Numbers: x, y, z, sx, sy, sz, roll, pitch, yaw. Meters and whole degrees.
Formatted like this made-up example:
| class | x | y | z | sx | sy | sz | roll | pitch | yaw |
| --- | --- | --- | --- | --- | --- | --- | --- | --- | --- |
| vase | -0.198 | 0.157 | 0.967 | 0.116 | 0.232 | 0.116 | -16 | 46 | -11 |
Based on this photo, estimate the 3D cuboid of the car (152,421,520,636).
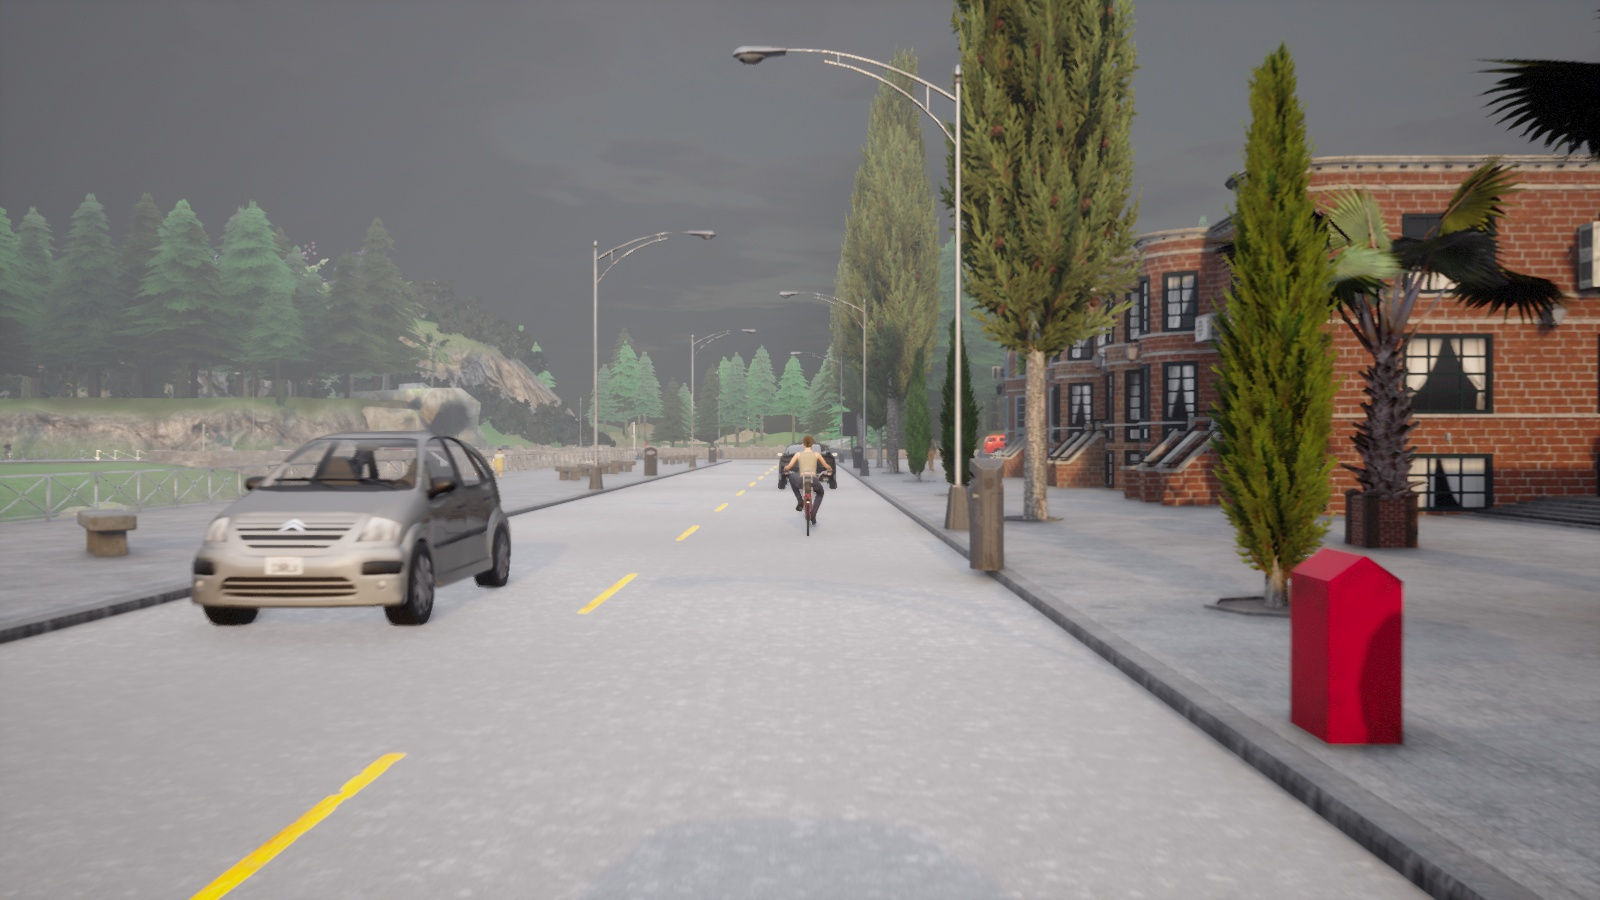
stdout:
| class | x | y | z | sx | sy | sz | roll | pitch | yaw |
| --- | --- | --- | --- | --- | --- | --- | --- | --- | --- |
| car | -3.921 | 0.577 | 11.411 | 1.851 | 1.617 | 3.988 | 0 | 0 | 0 |

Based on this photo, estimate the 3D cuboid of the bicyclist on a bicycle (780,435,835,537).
| class | x | y | z | sx | sy | sz | roll | pitch | yaw |
| --- | --- | --- | --- | --- | --- | --- | --- | --- | --- |
| bicyclist on a bicycle | 0.129 | 0.567 | 20.567 | 0.866 | 1.612 | 1.509 | 0 | 0 | 0 |

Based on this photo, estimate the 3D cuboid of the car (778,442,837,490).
| class | x | y | z | sx | sy | sz | roll | pitch | yaw |
| --- | --- | --- | --- | --- | --- | --- | --- | --- | --- |
| car | 0.251 | 0.484 | 42.616 | 1.882 | 1.535 | 5.008 | 0 | 0 | 0 |

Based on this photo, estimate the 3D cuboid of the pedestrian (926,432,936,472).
| class | x | y | z | sx | sy | sz | roll | pitch | yaw |
| --- | --- | --- | --- | --- | --- | --- | --- | --- | --- |
| pedestrian | 6.434 | 0.111 | 61.711 | 0.423 | 1.949 | 0.788 | 0 | 0 | 1 |

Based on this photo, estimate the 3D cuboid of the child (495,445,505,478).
| class | x | y | z | sx | sy | sz | roll | pitch | yaw |
| --- | --- | --- | --- | --- | --- | --- | --- | --- | --- |
| child | -11.651 | 0.452 | 48.774 | 0.270 | 1.263 | 0.437 | 0 | 0 | 1 |
